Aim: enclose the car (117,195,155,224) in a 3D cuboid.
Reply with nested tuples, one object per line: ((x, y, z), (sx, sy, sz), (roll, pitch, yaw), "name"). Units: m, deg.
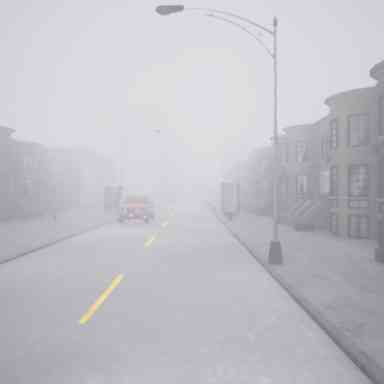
((-4.092, 1.236, 25.157), (2.150, 2.045, 5.566), (0, 0, 0), "car")

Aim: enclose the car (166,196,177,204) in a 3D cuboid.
((-3.979, 1.580, 65.340), (2.033, 1.411, 5.357), (0, 0, 0), "car")
